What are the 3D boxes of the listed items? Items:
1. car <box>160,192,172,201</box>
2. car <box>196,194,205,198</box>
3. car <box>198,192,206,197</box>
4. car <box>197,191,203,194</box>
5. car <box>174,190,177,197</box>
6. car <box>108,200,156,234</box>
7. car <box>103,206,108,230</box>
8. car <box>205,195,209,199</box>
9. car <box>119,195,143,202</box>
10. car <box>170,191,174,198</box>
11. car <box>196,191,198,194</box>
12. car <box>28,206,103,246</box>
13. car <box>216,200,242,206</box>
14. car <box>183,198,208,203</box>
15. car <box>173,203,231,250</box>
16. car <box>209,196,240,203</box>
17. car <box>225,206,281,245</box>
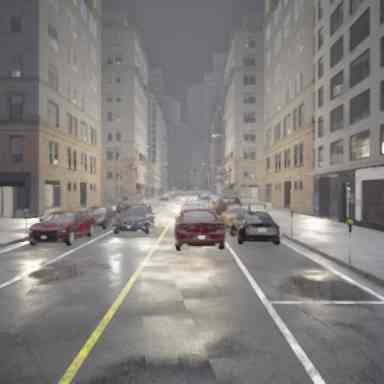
[{"bbox_3d":[-5.768,1.176,69.481,1.887,1.381,4.507,0,0,0],"label":"car"},{"bbox_3d":[0.067,1.358,36.865,2.128,1.511,4.902,0,0,0],"label":"car"},{"bbox_3d":[2.757,1.183,69.475,2.008,1.369,4.403,0,1,0],"label":"car"},{"bbox_3d":[2.757,1.057,80.491,1.752,1.417,4.829,1,1,0],"label":"car"},{"bbox_3d":[-5.769,0.864,91.174,1.967,1.590,4.097,1,1,0],"label":"car"},{"bbox_3d":[-3.102,1.454,18.765,1.837,1.490,4.892,0,0,0],"label":"car"},{"bbox_3d":[-5.763,1.523,20.718,1.802,1.307,4.206,0,0,0],"label":"car"},{"bbox_3d":[2.761,1.388,37.541,1.752,1.417,4.829,0,0,0],"label":"car"},{"bbox_3d":[-5.763,1.208,31.823,2.192,1.841,5.009,0,0,0],"label":"car"},{"bbox_3d":[-5.768,1.024,74.904,1.967,1.590,4.097,1,1,0],"label":"car"},{"bbox_3d":[2.754,1.007,91.170,1.802,1.307,4.206,1,1,0],"label":"car"},{"bbox_3d":[-5.763,1.507,15.167,1.887,1.381,4.507,0,0,0],"label":"car"},{"bbox_3d":[2.763,1.467,20.882,1.752,1.417,4.829,0,0,0],"label":"car"},{"bbox_3d":[0.095,1.444,26.597,1.812,1.442,4.674,0,0,0],"label":"car"},{"bbox_3d":[0.235,1.443,14.166,1.882,1.535,5.008,0,0,-3],"label":"car"},{"bbox_3d":[2.763,1.235,26.266,2.192,1.841,5.009,0,0,0],"label":"car"},{"bbox_3d":[2.763,1.529,15.161,1.947,1.339,4.313,0,0,0],"label":"car"}]
